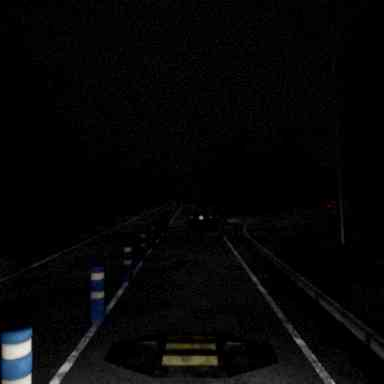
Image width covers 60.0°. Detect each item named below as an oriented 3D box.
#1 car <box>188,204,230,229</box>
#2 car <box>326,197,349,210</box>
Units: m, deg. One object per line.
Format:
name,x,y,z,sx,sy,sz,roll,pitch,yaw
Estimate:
car,1.187,1.511,21.681,2.033,1.411,5.357,-2,0,15
car,17.089,1.343,36.423,5.008,1.535,1.882,-1,-6,-17
